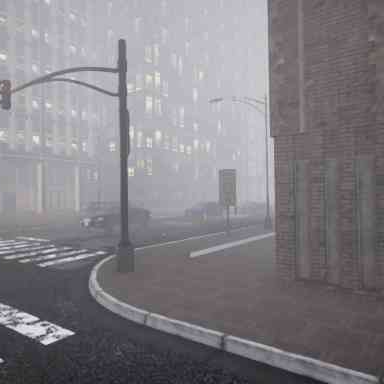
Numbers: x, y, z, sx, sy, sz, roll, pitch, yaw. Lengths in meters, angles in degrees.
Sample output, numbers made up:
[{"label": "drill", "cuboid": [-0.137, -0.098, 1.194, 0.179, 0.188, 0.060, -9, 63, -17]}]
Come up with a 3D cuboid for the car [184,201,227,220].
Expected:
[{"label": "car", "cuboid": [1.282, 1.563, 29.247, 1.882, 1.535, 5.008, -1, -1, 36]}]

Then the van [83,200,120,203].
[{"label": "van", "cuboid": [-6.026, 1.460, 23.520, 1.690, 1.788, 3.998, -2, -1, 36]}]

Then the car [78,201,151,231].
[{"label": "car", "cuboid": [-4.652, 1.558, 21.004, 2.128, 1.511, 4.902, -1, -1, 34]}]

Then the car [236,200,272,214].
[{"label": "car", "cuboid": [7.243, 1.707, 37.530, 1.895, 1.301, 4.718, -1, -1, 36]}]
